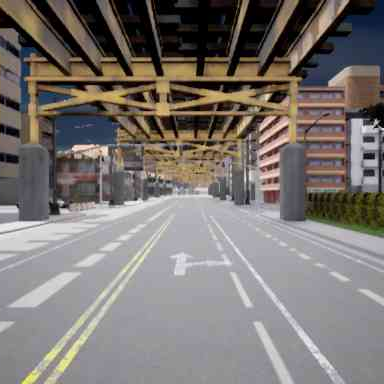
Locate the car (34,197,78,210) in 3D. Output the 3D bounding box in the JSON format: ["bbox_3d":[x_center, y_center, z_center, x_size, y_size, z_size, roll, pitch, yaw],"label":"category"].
[{"bbox_3d":[-16.762,1.412,41.261,4.974,1.542,2.038,0,0,-20],"label":"car"}]

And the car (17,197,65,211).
[{"bbox_3d":[-17.088,1.411,37.103,4.974,1.542,2.038,0,0,25],"label":"car"}]

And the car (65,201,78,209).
[{"bbox_3d":[-16.811,1.254,41.243,4.536,1.218,1.853,0,0,-20],"label":"car"}]
